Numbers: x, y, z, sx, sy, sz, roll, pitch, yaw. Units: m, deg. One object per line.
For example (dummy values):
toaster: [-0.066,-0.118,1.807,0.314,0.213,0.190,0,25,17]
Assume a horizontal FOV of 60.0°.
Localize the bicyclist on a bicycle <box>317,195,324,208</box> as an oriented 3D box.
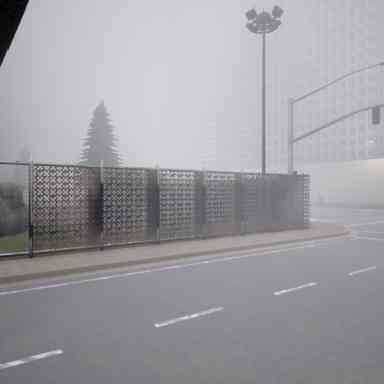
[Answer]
bicyclist on a bicycle: [16.570,1.245,42.818,1.656,1.620,0.582,0,0,-35]
